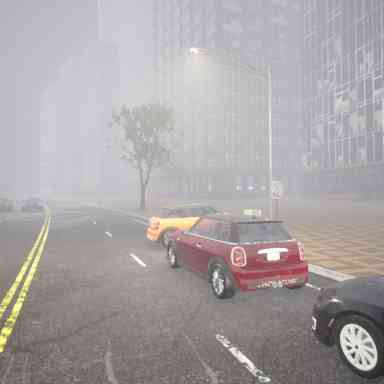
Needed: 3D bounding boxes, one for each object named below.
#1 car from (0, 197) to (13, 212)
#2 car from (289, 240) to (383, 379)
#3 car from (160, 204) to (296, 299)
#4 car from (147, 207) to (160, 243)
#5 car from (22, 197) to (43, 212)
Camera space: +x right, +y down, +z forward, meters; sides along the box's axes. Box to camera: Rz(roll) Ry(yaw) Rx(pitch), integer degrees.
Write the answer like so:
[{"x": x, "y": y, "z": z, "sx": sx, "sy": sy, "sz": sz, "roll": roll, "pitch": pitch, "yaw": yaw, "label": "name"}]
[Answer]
[{"x": -21.795, "y": 1.389, "z": 38.061, "sx": 2.097, "sy": 1.767, "sz": 4.553, "roll": 0, "pitch": 0, "yaw": -24, "label": "car"}, {"x": 3.619, "y": 1.505, "z": 3.368, "sx": 1.837, "sy": 1.490, "sz": 4.892, "roll": 0, "pitch": 0, "yaw": -35, "label": "car"}, {"x": 0.884, "y": 1.355, "z": 8.839, "sx": 2.097, "sy": 1.767, "sz": 4.553, "roll": 0, "pitch": 0, "yaw": -22, "label": "car"}, {"x": 0.382, "y": 1.276, "z": 14.429, "sx": 4.553, "sy": 1.767, "sz": 2.097, "roll": -3, "pitch": 1, "yaw": -18, "label": "car"}, {"x": -18.826, "y": 1.392, "z": 39.383, "sx": 2.097, "sy": 1.767, "sz": 4.553, "roll": 0, "pitch": 0, "yaw": -24, "label": "car"}]
